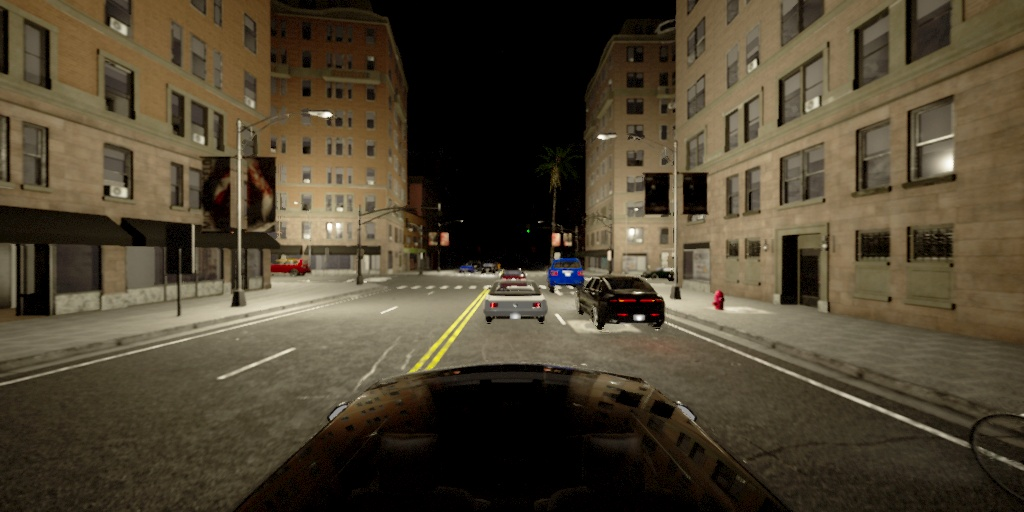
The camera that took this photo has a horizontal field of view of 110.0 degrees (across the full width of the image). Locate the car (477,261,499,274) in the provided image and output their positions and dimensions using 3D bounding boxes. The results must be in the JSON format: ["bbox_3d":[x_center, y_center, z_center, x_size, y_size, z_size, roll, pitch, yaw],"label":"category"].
[{"bbox_3d":[-3.355,1.829,51.597,2.128,1.511,4.902,0,-1,0],"label":"car"}]

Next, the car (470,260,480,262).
[{"bbox_3d":[-6.576,1.688,62.615,2.150,2.045,5.566,0,-1,0],"label":"car"}]

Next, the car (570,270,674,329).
[{"bbox_3d":[3.324,1.373,11.756,1.837,1.490,4.892,0,-1,0],"label":"car"}]

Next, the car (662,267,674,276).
[{"bbox_3d":[16.201,1.874,32.108,4.313,1.339,1.948,0,0,0],"label":"car"}]

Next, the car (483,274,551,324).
[{"bbox_3d":[0.099,1.478,12.568,1.895,1.301,4.718,0,-1,0],"label":"car"}]

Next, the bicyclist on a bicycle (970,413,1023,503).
[{"bbox_3d":[4.145,1.128,2.346,0.659,1.776,1.843,0,-1,0],"label":"bicyclist on a bicycle"}]

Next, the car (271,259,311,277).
[{"bbox_3d":[-23.902,1.263,37.599,5.009,1.841,2.192,0,0,-9],"label":"car"}]

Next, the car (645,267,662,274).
[{"bbox_3d":[16.049,1.857,38.065,4.181,1.385,1.994,0,0,0],"label":"car"}]

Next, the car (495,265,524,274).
[{"bbox_3d":[0.095,1.571,24.856,2.033,1.411,5.357,0,-1,0],"label":"car"}]

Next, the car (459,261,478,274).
[{"bbox_3d":[-6.596,1.879,52.905,1.812,1.442,4.674,0,-1,1],"label":"car"}]

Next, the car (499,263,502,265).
[{"bbox_3d":[-3.332,1.999,61.339,2.033,1.411,5.357,0,-1,0],"label":"car"}]

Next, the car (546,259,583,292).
[{"bbox_3d":[3.483,1.229,23.757,2.150,2.045,5.566,0,-1,4],"label":"car"}]
